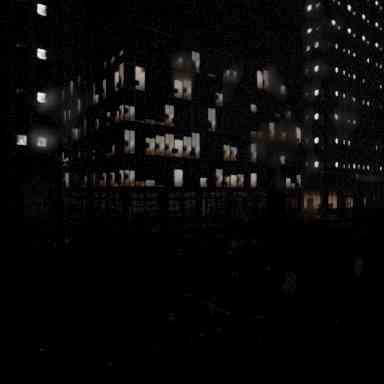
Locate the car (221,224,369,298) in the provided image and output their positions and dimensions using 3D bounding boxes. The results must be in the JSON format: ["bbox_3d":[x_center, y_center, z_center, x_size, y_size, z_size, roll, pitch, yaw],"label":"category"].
[{"bbox_3d":[2.760,1.543,8.516,4.507,1.381,1.887,0,0,-35],"label":"car"}]
